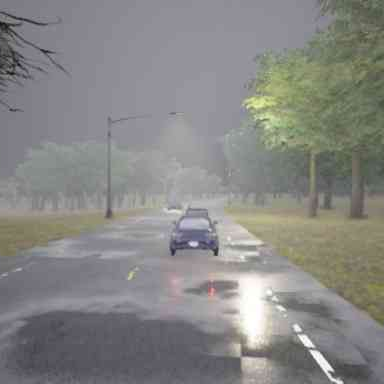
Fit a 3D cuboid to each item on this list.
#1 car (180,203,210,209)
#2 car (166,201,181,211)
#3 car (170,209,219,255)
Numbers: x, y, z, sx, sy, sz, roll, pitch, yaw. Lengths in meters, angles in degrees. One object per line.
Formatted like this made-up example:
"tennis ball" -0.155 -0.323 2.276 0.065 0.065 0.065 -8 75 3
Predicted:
"car" 0.454 1.754 28.438 2.128 1.511 4.902 0 0 2
"car" -2.410 1.992 46.931 1.994 1.385 4.181 0 0 3
"car" 0.124 1.653 13.862 1.812 1.442 4.674 0 0 1
